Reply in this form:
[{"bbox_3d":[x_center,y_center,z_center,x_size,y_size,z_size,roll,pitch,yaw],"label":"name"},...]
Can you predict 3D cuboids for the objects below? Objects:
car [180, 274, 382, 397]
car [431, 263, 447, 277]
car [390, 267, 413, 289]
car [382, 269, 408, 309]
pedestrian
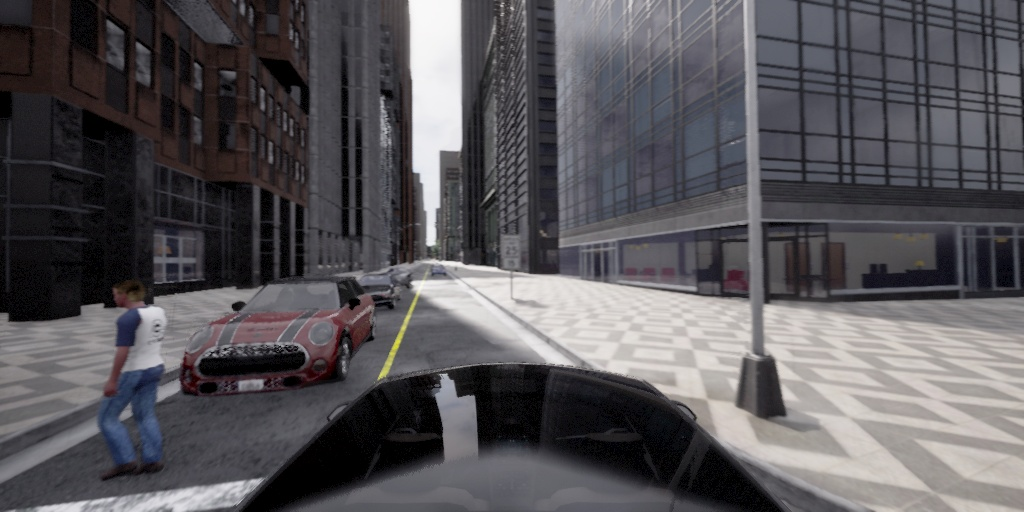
[{"bbox_3d":[-4.065,1.204,7.100,2.097,1.767,4.553,-1,-1,-13],"label":"car"},{"bbox_3d":[-9.216,1.812,45.171,2.033,1.411,5.357,-1,0,-12],"label":"car"},{"bbox_3d":[-8.369,1.588,26.564,2.128,1.511,4.902,-1,-1,-12],"label":"car"},{"bbox_3d":[-6.128,1.519,16.418,2.033,1.411,5.357,-1,-1,-12],"label":"car"},{"bbox_3d":[-3.556,1.101,3.366,0.375,1.860,0.375,0,-1,-12],"label":"pedestrian"}]
